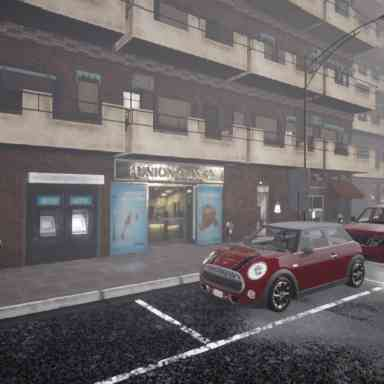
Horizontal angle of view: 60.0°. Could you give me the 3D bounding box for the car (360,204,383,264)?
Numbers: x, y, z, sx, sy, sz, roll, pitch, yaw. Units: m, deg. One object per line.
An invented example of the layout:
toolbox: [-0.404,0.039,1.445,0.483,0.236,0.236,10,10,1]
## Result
car: [6.628,1.321,10.844,5.009,1.841,2.192,0,0,-36]

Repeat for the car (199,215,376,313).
car: [2.126,1.442,7.621,4.097,1.590,1.967,0,0,-36]
